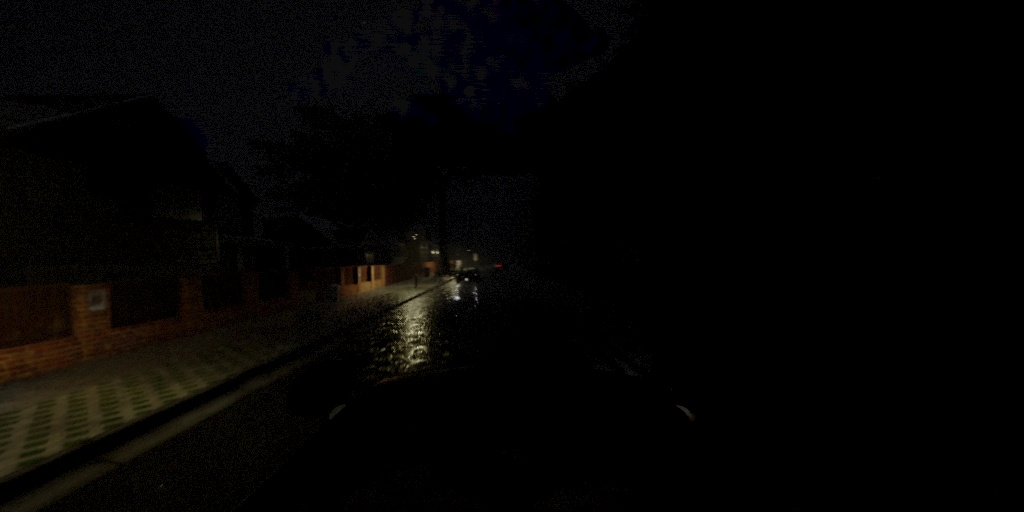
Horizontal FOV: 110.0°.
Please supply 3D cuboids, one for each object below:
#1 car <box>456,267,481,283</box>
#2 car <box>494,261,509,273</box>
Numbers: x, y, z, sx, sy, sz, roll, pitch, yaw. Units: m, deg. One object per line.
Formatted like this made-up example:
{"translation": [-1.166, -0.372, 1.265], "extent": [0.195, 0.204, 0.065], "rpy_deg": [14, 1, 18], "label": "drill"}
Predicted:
{"translation": [-3.702, 1.566, 30.839], "extent": [1.895, 1.301, 4.718], "rpy_deg": [-2, 0, -2], "label": "car"}
{"translation": [-1.406, 1.446, 48.523], "extent": [2.128, 1.511, 4.902], "rpy_deg": [-2, 0, -2], "label": "car"}
